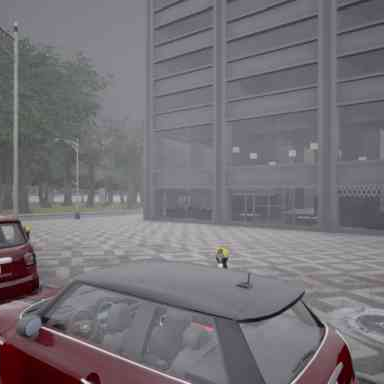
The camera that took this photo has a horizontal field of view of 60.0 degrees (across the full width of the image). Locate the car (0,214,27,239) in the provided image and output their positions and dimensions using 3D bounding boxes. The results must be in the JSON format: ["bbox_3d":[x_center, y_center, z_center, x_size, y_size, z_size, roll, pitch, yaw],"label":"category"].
[{"bbox_3d":[-5.043,1.315,6.552,5.009,1.841,2.192,0,0,35],"label":"car"}]

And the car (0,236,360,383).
[{"bbox_3d":[-0.614,1.440,3.398,4.097,1.590,1.967,0,0,35],"label":"car"}]
